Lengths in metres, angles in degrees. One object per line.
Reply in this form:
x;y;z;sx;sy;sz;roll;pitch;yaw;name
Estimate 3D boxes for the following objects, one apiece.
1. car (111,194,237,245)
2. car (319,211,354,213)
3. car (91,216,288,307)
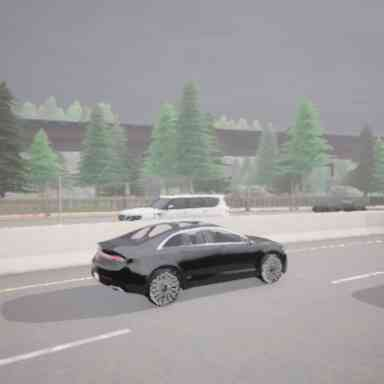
-0.763;1.118;15.747;5.566;2.045;2.150;0;0;-30;car
13.206;1.445;30.039;4.718;1.301;1.895;0;0;-20;car
0.170;1.441;7.854;4.902;1.511;2.128;0;0;-33;car
